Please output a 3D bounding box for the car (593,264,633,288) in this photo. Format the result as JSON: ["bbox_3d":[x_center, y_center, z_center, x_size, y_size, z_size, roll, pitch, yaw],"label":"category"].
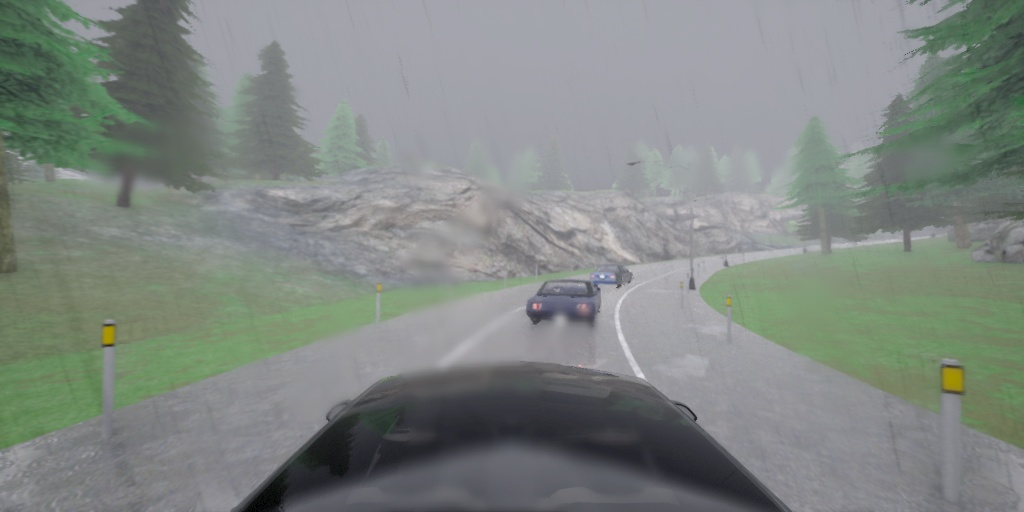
[{"bbox_3d":[6.508,1.218,23.316,2.033,1.411,5.357,0,1,29],"label":"car"}]

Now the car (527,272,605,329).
[{"bbox_3d":[1.892,1.390,11.651,1.895,1.301,4.718,0,0,16],"label":"car"}]
